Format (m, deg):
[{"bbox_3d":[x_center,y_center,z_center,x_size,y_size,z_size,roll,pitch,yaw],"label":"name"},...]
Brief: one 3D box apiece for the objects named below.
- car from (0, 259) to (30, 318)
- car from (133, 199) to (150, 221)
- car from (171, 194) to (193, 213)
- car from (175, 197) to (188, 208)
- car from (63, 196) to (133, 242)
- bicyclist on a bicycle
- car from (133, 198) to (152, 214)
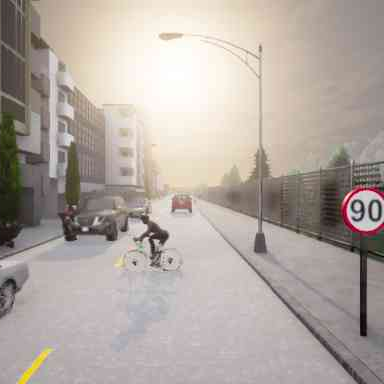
[{"bbox_3d":[-4.201,1.601,4.607,1.895,1.301,4.718,0,0,-2],"label":"car"},{"bbox_3d":[-4.861,1.564,27.084,1.994,1.385,4.181,0,0,-2],"label":"car"},{"bbox_3d":[-1.128,1.220,37.000,2.150,2.045,5.566,0,0,-1],"label":"car"},{"bbox_3d":[-1.562,1.477,49.241,1.882,1.535,5.008,0,0,-1],"label":"car"},{"bbox_3d":[-4.612,1.222,16.829,2.150,2.045,5.566,0,0,-2],"label":"car"},{"bbox_3d":[-1.109,1.449,9.199,1.656,1.620,0.582,-2,0,-2],"label":"bicyclist on a bicycle"},{"bbox_3d":[-5.085,1.352,32.061,2.097,1.767,4.553,0,0,-1],"label":"car"}]
